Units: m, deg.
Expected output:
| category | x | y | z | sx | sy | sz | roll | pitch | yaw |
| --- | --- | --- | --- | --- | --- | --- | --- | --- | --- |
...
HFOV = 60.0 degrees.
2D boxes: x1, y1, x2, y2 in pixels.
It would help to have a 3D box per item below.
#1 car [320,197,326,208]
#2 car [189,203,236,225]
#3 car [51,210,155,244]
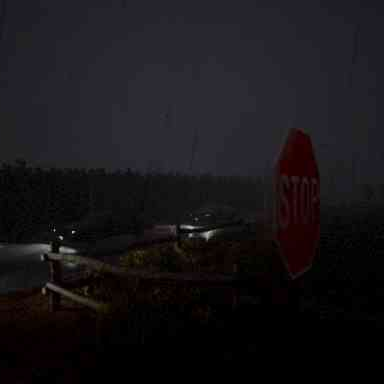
| category | x | y | z | sx | sy | sz | roll | pitch | yaw |
| --- | --- | --- | --- | --- | --- | --- | --- | --- | --- |
| car | 16.649 | 1.354 | 45.212 | 2.128 | 1.511 | 4.902 | 0 | 1 | 2 |
| car | 1.642 | 1.594 | 24.837 | 1.812 | 1.442 | 4.674 | 0 | 0 | 35 |
| car | -4.181 | 1.624 | 16.686 | 2.033 | 1.411 | 5.357 | 0 | 0 | 35 |
